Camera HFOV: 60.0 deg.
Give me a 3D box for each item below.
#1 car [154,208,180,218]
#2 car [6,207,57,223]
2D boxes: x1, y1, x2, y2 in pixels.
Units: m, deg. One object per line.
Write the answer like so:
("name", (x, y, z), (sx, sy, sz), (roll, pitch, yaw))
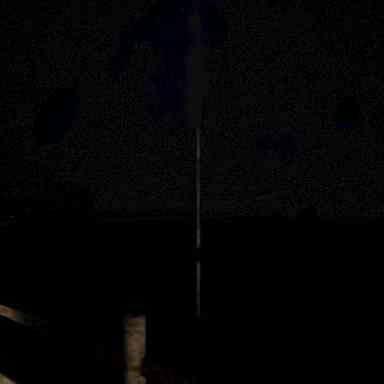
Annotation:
("car", (-3.917, 3.203, 51.910), (2.128, 1.511, 4.902), (0, -3, 36))
("car", (-16.473, 2.328, 34.301), (1.837, 1.490, 4.892), (0, -2, 35))
